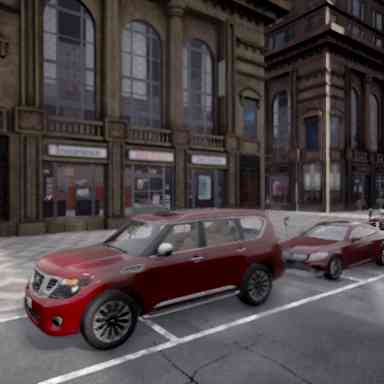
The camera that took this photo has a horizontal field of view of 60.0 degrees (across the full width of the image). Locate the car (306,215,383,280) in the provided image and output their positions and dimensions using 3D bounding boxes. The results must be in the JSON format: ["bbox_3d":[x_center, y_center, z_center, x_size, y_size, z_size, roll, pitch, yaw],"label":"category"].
[{"bbox_3d":[4.209,1.510,9.634,4.206,1.307,1.802,-1,1,-35],"label":"car"}]

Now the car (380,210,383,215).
[{"bbox_3d":[8.773,1.199,12.879,5.009,1.841,2.192,-1,1,-35],"label":"car"}]

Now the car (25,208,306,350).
[{"bbox_3d":[-0.356,1.289,6.386,5.009,1.841,2.192,-1,1,-35],"label":"car"}]
